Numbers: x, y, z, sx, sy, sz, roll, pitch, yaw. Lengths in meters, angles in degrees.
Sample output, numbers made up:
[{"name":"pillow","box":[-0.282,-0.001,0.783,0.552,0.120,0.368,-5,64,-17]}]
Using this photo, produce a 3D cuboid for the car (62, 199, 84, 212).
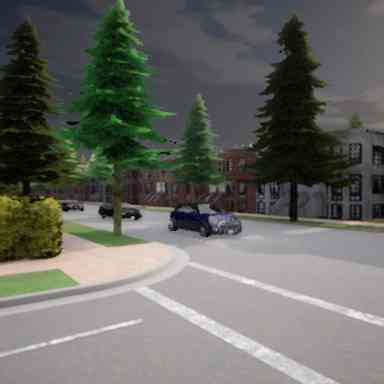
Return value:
[{"name":"car","box":[-13.864,1.552,38.133,1.994,1.385,4.181,0,0,-36]}]

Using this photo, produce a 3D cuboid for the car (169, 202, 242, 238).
[{"name":"car","box":[0.622,1.341,17.971,2.097,1.767,4.553,0,0,-34]}]

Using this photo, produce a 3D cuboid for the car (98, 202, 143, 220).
[{"name":"car","box":[-5.999,1.537,27.173,2.033,1.411,5.357,0,0,-36]}]
